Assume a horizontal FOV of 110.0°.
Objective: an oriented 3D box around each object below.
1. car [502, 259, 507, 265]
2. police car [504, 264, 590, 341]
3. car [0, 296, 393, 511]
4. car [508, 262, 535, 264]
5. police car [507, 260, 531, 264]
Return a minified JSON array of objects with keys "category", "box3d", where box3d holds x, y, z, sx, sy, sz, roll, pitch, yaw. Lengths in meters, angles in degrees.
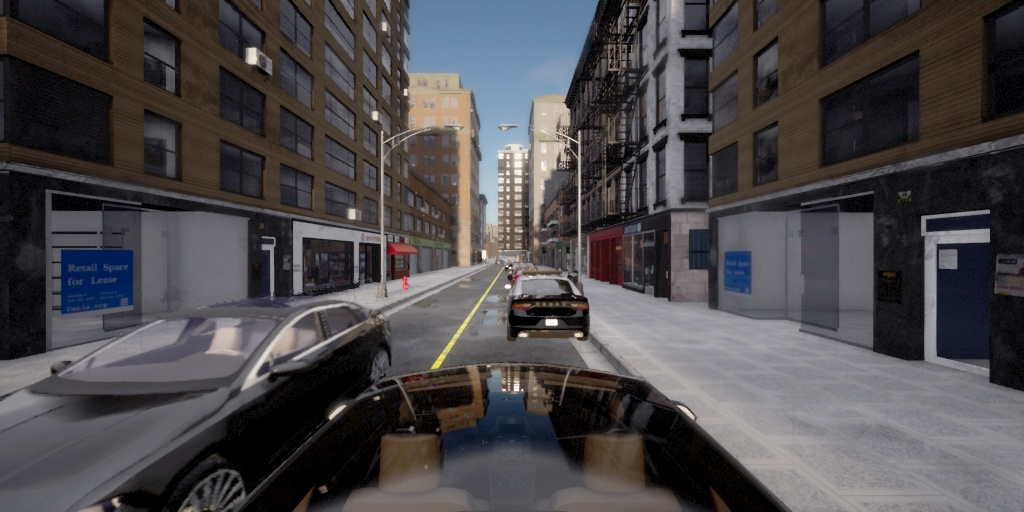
[{"category":"car","box3d":[0.013,1.341,47.855,1.895,1.301,4.718,0,0,1]},{"category":"police car","box3d":[0.821,1.174,10.025,1.930,1.638,5.238,0,0,0]},{"category":"car","box3d":[-2.751,1.241,3.665,2.128,1.511,4.902,0,0,0]},{"category":"car","box3d":[0.814,1.272,19.915,1.812,1.442,4.674,0,0,0]},{"category":"police car","box3d":[0.810,1.169,26.025,1.930,1.638,5.238,0,0,0]}]
